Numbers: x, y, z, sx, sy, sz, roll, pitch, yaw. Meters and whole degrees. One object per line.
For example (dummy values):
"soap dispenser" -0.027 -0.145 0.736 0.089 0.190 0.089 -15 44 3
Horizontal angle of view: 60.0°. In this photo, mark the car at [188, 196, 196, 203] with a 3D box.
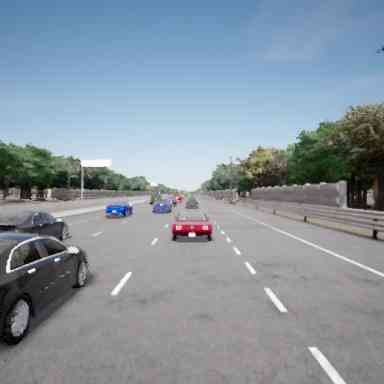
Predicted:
"car" 0.019 1.841 82.407 1.837 1.490 4.892 0 0 0

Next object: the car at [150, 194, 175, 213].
"car" -3.491 1.508 40.321 2.097 1.767 4.553 0 0 0

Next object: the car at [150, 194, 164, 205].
"car" -6.986 1.490 66.465 2.150 2.045 5.566 0 0 0

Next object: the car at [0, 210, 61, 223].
"car" -6.995 1.561 14.428 1.837 1.490 4.892 0 0 0

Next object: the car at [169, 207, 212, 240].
"car" 0.004 1.666 17.372 1.895 1.301 4.718 0 0 0

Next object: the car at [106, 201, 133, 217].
"car" -6.992 1.603 32.418 1.882 1.535 5.008 0 0 0

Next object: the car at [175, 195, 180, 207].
"car" -3.487 1.755 57.363 1.812 1.442 4.674 0 0 0

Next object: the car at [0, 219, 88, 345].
"car" -3.495 1.531 6.406 1.837 1.490 4.892 0 0 0

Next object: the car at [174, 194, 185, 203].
"car" -3.482 1.552 79.481 2.150 2.045 5.566 0 0 0

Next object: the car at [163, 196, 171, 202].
"car" -6.979 1.912 92.460 1.812 1.442 4.674 0 0 0

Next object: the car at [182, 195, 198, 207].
"car" 0.012 1.699 52.358 2.128 1.511 4.902 0 0 0
